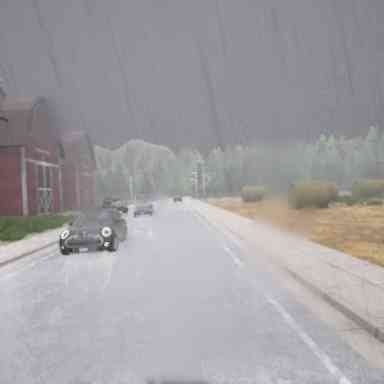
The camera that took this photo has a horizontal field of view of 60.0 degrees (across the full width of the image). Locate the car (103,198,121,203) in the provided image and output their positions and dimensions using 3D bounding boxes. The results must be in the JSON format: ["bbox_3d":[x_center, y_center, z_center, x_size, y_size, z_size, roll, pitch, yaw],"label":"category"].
[{"bbox_3d":[-9.343,1.640,40.081,1.905,1.878,3.866,5,-4,-45],"label":"car"}]

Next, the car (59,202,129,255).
[{"bbox_3d":[-4.138,1.573,14.604,2.097,1.767,4.553,-3,0,-2],"label":"car"}]

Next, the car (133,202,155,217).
[{"bbox_3d":[-4.930,1.791,34.810,1.812,1.442,4.674,-3,0,-2],"label":"car"}]

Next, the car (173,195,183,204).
[{"bbox_3d":[-3.019,1.514,70.447,1.837,1.490,4.892,-3,0,-3],"label":"car"}]
